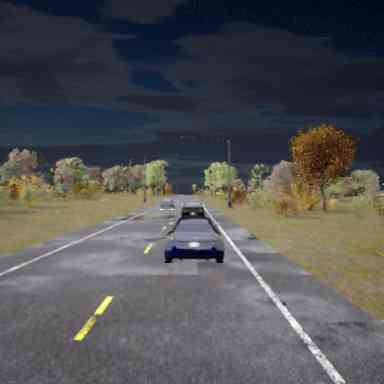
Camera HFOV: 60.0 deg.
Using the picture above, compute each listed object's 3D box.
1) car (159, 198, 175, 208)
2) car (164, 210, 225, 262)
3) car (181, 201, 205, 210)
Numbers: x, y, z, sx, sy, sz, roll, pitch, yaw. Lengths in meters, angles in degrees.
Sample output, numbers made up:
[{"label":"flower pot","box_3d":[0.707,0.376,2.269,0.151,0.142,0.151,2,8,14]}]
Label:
[{"label":"car","box_3d":[-3.565,1.589,48.316,1.812,1.442,4.674,0,0,0]},{"label":"car","box_3d":[0.078,1.576,12.168,1.994,1.385,4.181,0,0,0]},{"label":"car","box_3d":[0.089,1.508,28.225,1.882,1.535,5.008,0,0,0]}]
